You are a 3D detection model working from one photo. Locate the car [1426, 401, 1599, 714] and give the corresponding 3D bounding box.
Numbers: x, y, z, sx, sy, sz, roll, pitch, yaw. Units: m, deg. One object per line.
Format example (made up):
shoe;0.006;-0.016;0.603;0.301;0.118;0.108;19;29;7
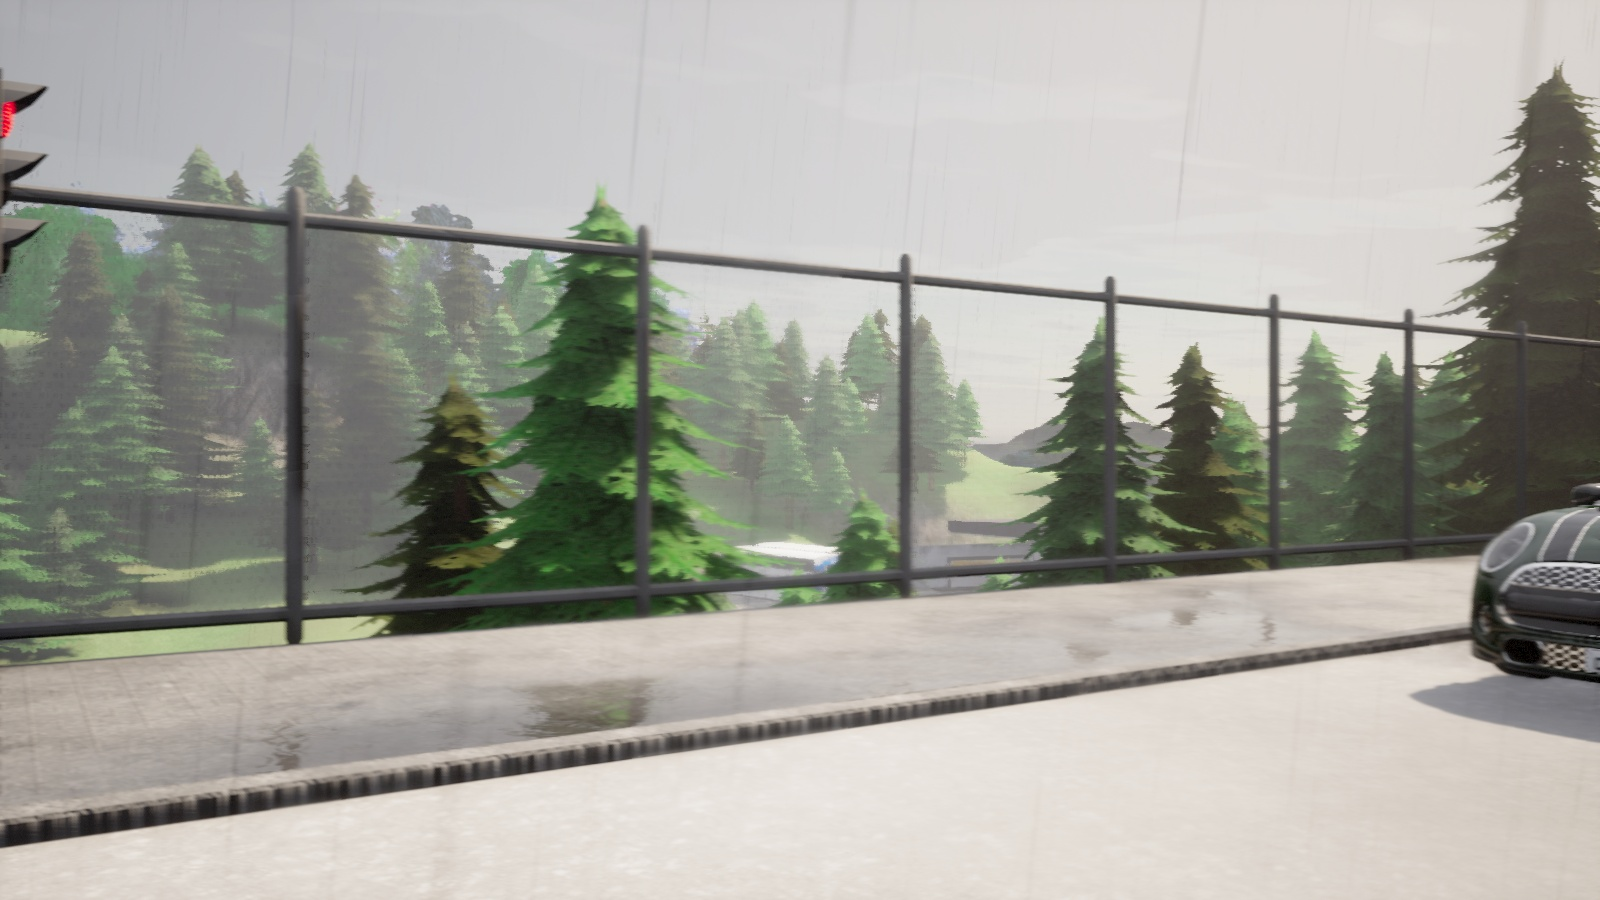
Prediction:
car;6.453;0.608;8.305;4.553;1.767;2.097;0;0;-33
